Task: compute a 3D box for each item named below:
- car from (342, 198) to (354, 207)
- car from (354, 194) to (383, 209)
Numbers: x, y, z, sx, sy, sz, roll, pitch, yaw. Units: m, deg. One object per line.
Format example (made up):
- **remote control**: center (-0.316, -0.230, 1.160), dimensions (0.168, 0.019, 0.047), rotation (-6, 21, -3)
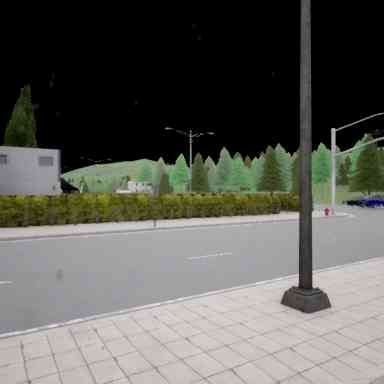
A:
- **car**: center (25.235, 1.477, 50.205), dimensions (1.882, 1.535, 5.008), rotation (0, 0, -31)
- **car**: center (25.010, 1.222, 43.913), dimensions (2.150, 2.045, 5.566), rotation (-1, 1, -34)
